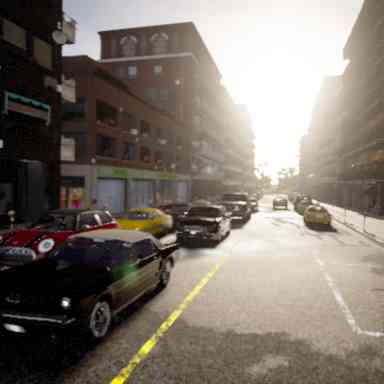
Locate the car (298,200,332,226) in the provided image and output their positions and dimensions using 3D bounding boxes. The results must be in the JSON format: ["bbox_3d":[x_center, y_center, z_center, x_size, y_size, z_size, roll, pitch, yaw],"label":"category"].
[{"bbox_3d":[8.779,1.518,23.565,1.752,1.417,4.829,1,0,15],"label":"car"}]

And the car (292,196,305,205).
[{"bbox_3d":[18.043,1.428,56.550,1.812,1.442,4.674,2,1,15],"label":"car"}]

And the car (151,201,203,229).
[{"bbox_3d":[-0.772,1.326,20.194,1.947,1.339,4.313,1,0,15],"label":"car"}]

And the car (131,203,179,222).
[{"bbox_3d":[-2.254,1.303,14.696,1.752,1.417,4.829,1,0,15],"label":"car"}]

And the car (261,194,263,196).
[{"bbox_3d":[15.051,0.894,78.861,2.192,1.841,5.009,1,0,15],"label":"car"}]

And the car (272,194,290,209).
[{"bbox_3d":[11.398,1.349,43.037,2.128,1.511,4.902,2,0,15],"label":"car"}]

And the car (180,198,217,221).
[{"bbox_3d":[0.623,1.269,25.363,1.752,1.417,4.829,1,0,15],"label":"car"}]

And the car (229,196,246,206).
[{"bbox_3d":[6.419,1.259,46.862,1.802,1.307,4.206,1,0,15],"label":"car"}]

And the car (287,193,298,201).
[{"bbox_3d":[23.151,1.145,76.728,2.192,1.841,5.009,1,0,15],"label":"car"}]

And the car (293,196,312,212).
[{"bbox_3d":[11.697,1.486,34.221,1.752,1.417,4.829,1,0,15],"label":"car"}]

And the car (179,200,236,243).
[{"bbox_3d":[0.679,1.355,15.563,1.837,1.490,4.892,2,1,15],"label":"car"}]

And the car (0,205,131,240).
[{"bbox_3d":[-3.647,1.234,9.526,1.967,1.590,4.097,1,0,15],"label":"car"}]

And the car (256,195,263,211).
[{"bbox_3d":[6.078,1.337,35.430,2.033,1.411,5.357,2,1,15],"label":"car"}]

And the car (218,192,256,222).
[{"bbox_3d":[3.272,1.042,25.146,2.150,2.045,5.566,2,1,15],"label":"car"}]

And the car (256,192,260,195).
[{"bbox_3d":[12.173,1.163,68.196,2.008,1.369,4.403,1,0,15],"label":"car"}]

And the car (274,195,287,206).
[{"bbox_3d":[14.116,1.305,53.121,1.882,1.535,5.008,2,1,15],"label":"car"}]

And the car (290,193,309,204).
[{"bbox_3d":[13.088,1.260,39.391,2.192,1.841,5.009,1,0,15],"label":"car"}]

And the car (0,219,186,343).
[{"bbox_3d":[-1.767,1.480,6.513,1.895,1.301,4.718,2,1,15],"label":"car"}]
